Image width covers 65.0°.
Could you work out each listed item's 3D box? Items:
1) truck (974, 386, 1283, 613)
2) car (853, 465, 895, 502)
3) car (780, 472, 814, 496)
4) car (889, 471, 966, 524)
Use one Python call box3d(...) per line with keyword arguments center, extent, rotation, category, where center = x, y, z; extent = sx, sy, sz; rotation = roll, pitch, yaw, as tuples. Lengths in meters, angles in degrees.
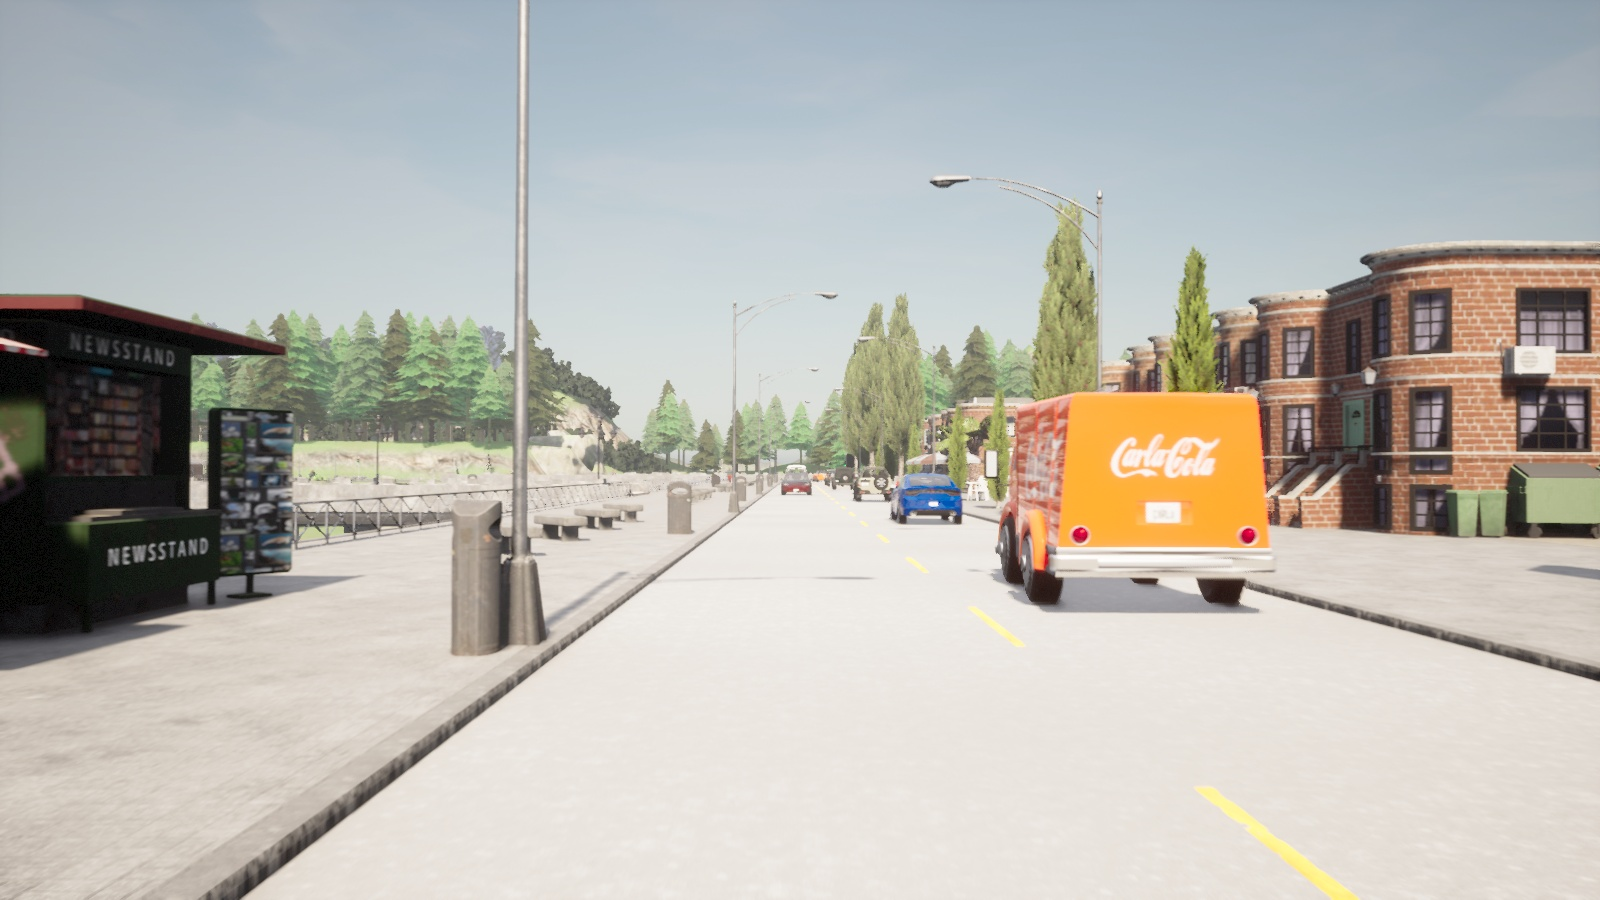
box3d(center=(3.955, 0.586, 16.337), extent=(2.627, 2.467, 5.204), rotation=(0, -1, 0), category="truck")
box3d(center=(3.829, 1.718, 65.854), extent=(1.932, 1.855, 4.605), rotation=(0, -1, 0), category="car")
box3d(center=(-0.211, 2.186, 81.875), extent=(2.163, 1.488, 4.792), rotation=(0, -1, 0), category="car")
box3d(center=(3.898, 1.434, 39.240), extent=(1.882, 1.535, 5.008), rotation=(0, -1, 0), category="car")
